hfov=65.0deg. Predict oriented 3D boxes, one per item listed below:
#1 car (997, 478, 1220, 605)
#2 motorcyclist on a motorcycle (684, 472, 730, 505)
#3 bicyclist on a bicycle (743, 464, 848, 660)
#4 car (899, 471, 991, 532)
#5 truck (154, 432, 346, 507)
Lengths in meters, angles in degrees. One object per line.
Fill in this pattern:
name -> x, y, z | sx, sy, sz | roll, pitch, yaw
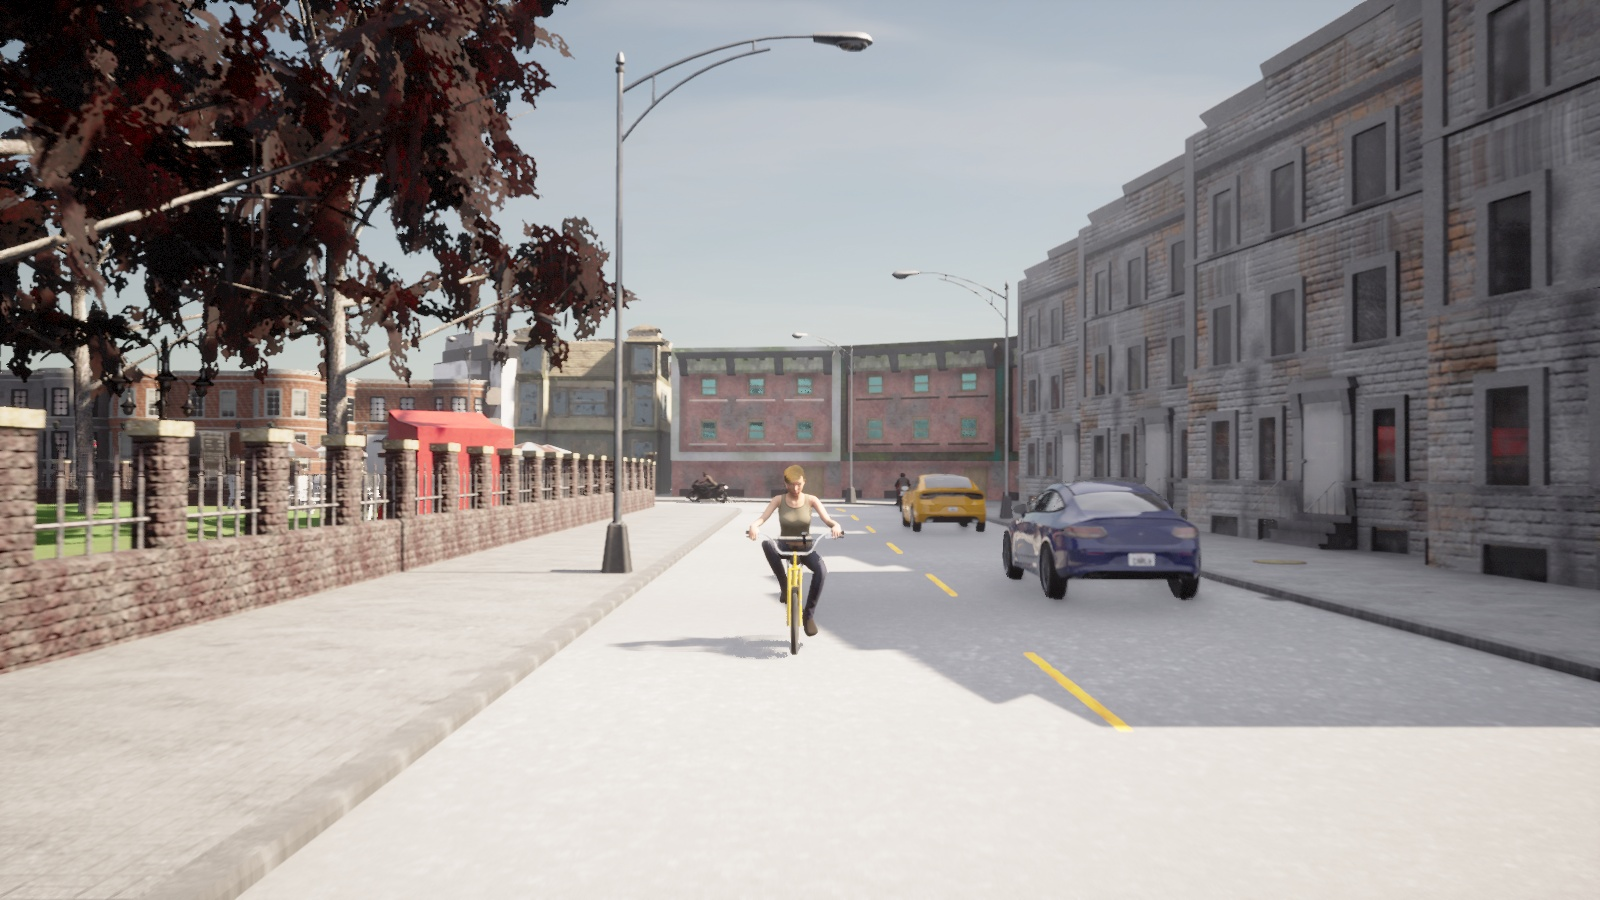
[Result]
car -> 3.933, 1.106, 16.840 | 1.812, 1.442, 4.674 | 0, -1, 0
motorcyclist on a motorcycle -> -4.426, 1.817, 59.901 | 2.044, 1.523, 0.797 | -1, 0, 17
bicyclist on a bicycle -> -0.036, 0.937, 11.131 | 0.866, 1.612, 1.509 | 0, -1, 0
car -> 3.858, 1.349, 34.223 | 1.882, 1.535, 5.008 | 0, -1, 0
truck -> -26.303, 0.945, 60.288 | 7.936, 3.462, 2.891 | 0, -1, 0
